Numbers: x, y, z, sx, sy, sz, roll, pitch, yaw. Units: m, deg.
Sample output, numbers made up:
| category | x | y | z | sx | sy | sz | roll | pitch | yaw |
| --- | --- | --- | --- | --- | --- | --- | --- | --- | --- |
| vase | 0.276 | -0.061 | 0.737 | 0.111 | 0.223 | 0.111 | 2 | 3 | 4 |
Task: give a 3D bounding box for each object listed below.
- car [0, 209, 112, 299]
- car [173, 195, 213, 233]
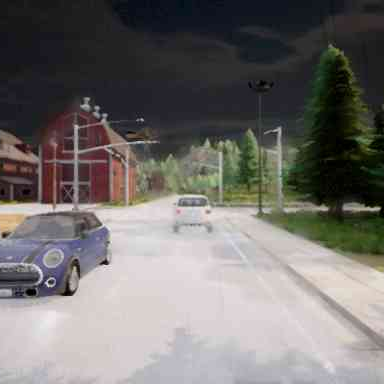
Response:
| category | x | y | z | sx | sy | sz | roll | pitch | yaw |
| --- | --- | --- | --- | --- | --- | --- | --- | --- | --- |
| car | -3.577 | 1.336 | 8.609 | 2.097 | 1.767 | 4.553 | 0 | 0 | 0 |
| car | 0.056 | 1.185 | 19.647 | 2.150 | 2.045 | 5.566 | 0 | 0 | 0 |
